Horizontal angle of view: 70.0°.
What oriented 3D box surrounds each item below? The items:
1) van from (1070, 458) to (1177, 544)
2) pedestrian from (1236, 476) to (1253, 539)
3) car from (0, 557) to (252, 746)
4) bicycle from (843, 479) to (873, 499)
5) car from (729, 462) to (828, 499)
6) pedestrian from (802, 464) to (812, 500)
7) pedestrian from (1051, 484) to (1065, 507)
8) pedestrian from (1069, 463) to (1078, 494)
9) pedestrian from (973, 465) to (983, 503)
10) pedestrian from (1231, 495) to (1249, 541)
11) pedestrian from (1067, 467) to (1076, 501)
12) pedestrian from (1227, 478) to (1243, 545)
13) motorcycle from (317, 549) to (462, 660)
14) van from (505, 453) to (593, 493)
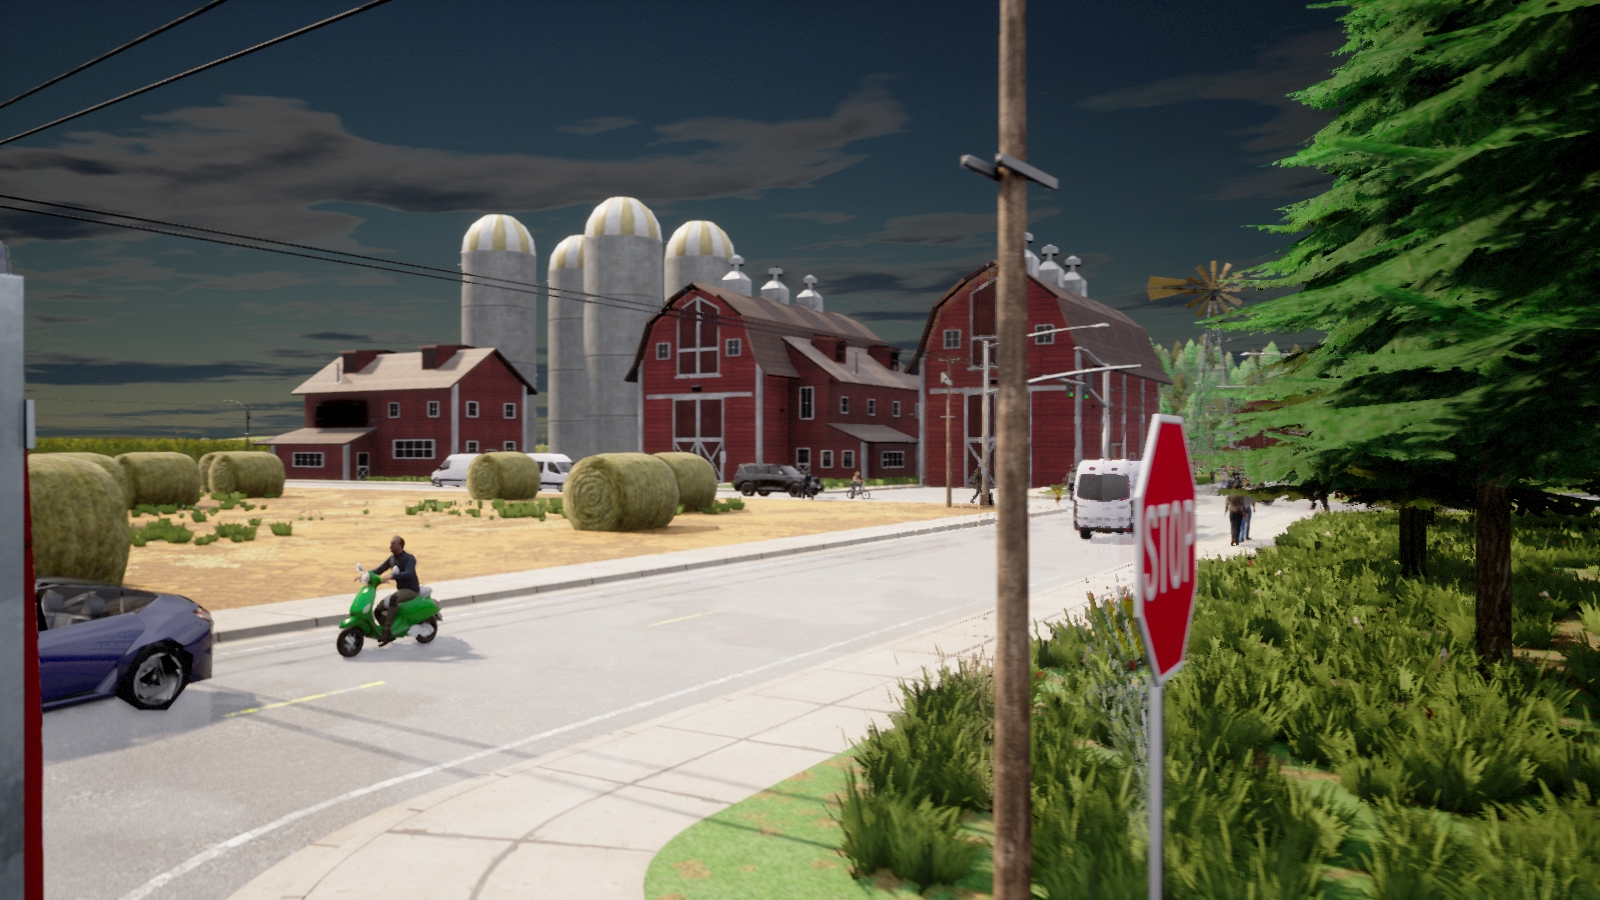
[{"bbox_3d":[10.725,1.550,37.547,1.988,2.561,5.915,0,0,30],"label":"van"},{"bbox_3d":[13.245,1.709,34.061,0.375,1.860,0.375,0,0,41],"label":"pedestrian"},{"bbox_3d":[-8.411,2.061,11.568,2.163,1.488,4.792,0,0,29],"label":"car"},{"bbox_3d":[3.336,2.243,65.225,1.487,1.080,0.859,0,0,29],"label":"bicycle"},{"bbox_3d":[-1.307,1.775,67.822,5.566,2.045,2.150,0,0,29],"label":"car"},{"bbox_3d":[0.396,1.694,60.827,0.375,1.860,0.375,0,0,-44],"label":"pedestrian"},{"bbox_3d":[12.624,2.228,55.880,0.500,1.100,0.500,0,0,-10],"label":"pedestrian"},{"bbox_3d":[16.227,1.695,67.887,0.375,1.860,0.375,0,0,-22],"label":"pedestrian"},{"bbox_3d":[8.799,1.691,56.517,0.375,1.860,0.375,0,0,33],"label":"pedestrian"},{"bbox_3d":[12.885,1.990,33.443,0.375,1.300,0.375,0,0,44],"label":"pedestrian"},{"bbox_3d":[14.892,1.847,62.684,0.375,1.860,0.375,0,0,37],"label":"pedestrian"},{"bbox_3d":[12.131,1.709,31.850,0.375,1.860,0.375,0,0,28],"label":"pedestrian"},{"bbox_3d":[-5.793,2.146,16.231,0.856,1.316,1.805,0,0,30],"label":"motorcycle"},{"bbox_3d":[-16.824,1.516,76.498,5.915,2.561,1.988,0,1,29],"label":"van"}]
